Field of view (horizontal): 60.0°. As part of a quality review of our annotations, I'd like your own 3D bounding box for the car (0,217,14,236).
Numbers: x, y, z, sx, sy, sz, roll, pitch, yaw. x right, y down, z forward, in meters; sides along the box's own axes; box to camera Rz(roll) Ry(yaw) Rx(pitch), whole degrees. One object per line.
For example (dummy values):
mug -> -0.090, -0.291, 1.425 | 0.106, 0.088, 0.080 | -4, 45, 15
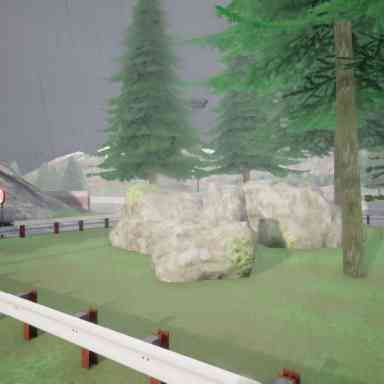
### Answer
car -> -10.917, 1.358, 15.473 | 5.357, 1.411, 2.033 | 0, 0, 18
